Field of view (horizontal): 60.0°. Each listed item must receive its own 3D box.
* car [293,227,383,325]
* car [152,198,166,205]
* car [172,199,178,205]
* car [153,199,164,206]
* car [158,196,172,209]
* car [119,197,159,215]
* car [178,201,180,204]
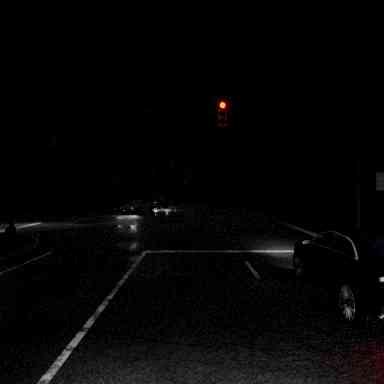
[{"bbox_3d":[3.586,1.492,7.072,2.128,1.511,4.902,0,0,1],"label":"car"},{"bbox_3d":[-8.317,2.345,83.152,1.882,1.535,5.008,0,-1,-25],"label":"car"},{"bbox_3d":[-5.145,2.214,74.202,1.994,1.385,4.181,0,-1,-19],"label":"car"},{"bbox_3d":[-6.608,2.074,65.054,1.895,1.301,4.718,0,-1,-11],"label":"car"},{"bbox_3d":[-4.364,1.477,47.428,2.097,1.767,4.553,0,-1,-5],"label":"car"},{"bbox_3d":[-5.579,1.536,34.179,1.812,1.442,4.674,0,0,24],"label":"car"},{"bbox_3d":[-4.690,2.441,83.542,1.895,1.301,4.718,0,-1,-22],"label":"car"}]
